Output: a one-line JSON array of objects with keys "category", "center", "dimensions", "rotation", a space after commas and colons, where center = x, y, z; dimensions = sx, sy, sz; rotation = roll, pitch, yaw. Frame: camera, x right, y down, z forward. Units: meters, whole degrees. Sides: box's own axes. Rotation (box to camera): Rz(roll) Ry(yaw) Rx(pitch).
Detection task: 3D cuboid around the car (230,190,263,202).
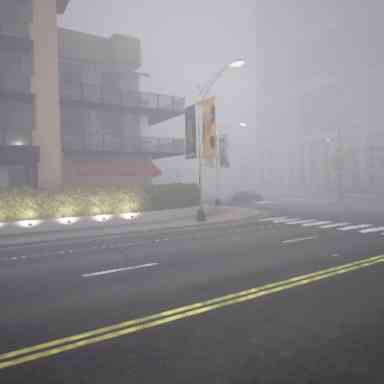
[{"category": "car", "center": [6.481, 0.434, 39.747], "dimensions": [1.994, 1.385, 4.181], "rotation": [-2, 2, -33]}]
